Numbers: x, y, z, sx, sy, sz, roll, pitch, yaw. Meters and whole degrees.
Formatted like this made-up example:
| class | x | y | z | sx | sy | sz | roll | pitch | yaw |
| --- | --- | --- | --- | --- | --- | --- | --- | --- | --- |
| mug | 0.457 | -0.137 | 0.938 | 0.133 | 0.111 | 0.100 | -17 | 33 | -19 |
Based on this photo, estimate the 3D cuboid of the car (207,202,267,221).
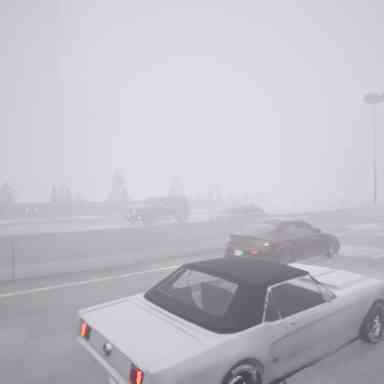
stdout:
| class | x | y | z | sx | sy | sz | roll | pitch | yaw |
| --- | --- | --- | --- | --- | --- | --- | --- | --- | --- |
| car | 2.923 | 1.585 | 20.691 | 1.837 | 1.490 | 4.892 | 0 | 0 | 44 |

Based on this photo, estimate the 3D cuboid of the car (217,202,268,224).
| class | x | y | z | sx | sy | sz | roll | pitch | yaw |
| --- | --- | --- | --- | --- | --- | --- | --- | --- | --- |
| car | 4.235 | 1.620 | 27.200 | 1.837 | 1.490 | 4.892 | 0 | 0 | 41 |

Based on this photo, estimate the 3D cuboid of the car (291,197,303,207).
| class | x | y | z | sx | sy | sz | roll | pitch | yaw |
| --- | --- | --- | --- | --- | --- | --- | --- | --- | --- |
| car | 19.298 | 1.744 | 61.220 | 2.097 | 1.767 | 4.553 | 0 | -1 | 18 |

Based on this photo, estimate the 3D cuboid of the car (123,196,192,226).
| class | x | y | z | sx | sy | sz | roll | pitch | yaw |
| --- | --- | --- | --- | --- | --- | --- | --- | --- | --- |
| car | -2.470 | 1.332 | 25.129 | 2.150 | 2.045 | 5.566 | 0 | 0 | 45 |

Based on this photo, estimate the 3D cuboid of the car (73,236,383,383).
| class | x | y | z | sx | sy | sz | roll | pitch | yaw |
| --- | --- | --- | --- | --- | --- | --- | --- | --- | --- |
| car | 0.978 | 1.615 | 4.700 | 4.718 | 1.301 | 1.895 | 0 | 0 | -38 |

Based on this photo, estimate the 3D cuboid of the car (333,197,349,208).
| class | x | y | z | sx | sy | sz | roll | pitch | yaw |
| --- | --- | --- | --- | --- | --- | --- | --- | --- | --- |
| car | 24.587 | 1.660 | 54.978 | 2.097 | 1.767 | 4.553 | 0 | -1 | 20 |

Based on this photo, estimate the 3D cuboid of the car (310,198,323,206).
| class | x | y | z | sx | sy | sz | roll | pitch | yaw |
| --- | --- | --- | --- | --- | --- | --- | --- | --- | --- |
| car | 23.466 | 1.897 | 62.820 | 1.837 | 1.490 | 4.892 | 0 | 0 | 15 |

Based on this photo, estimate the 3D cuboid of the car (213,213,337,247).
| class | x | y | z | sx | sy | sz | roll | pitch | yaw |
| --- | --- | --- | --- | --- | --- | --- | --- | --- | --- |
| car | 3.061 | 1.561 | 10.991 | 4.674 | 1.442 | 1.812 | 0 | 0 | -41 |
